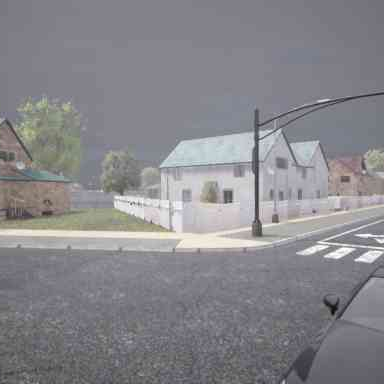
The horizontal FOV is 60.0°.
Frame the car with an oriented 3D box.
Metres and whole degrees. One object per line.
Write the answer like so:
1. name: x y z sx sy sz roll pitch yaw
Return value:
1. car: 2.551 1.524 3.451 1.812 1.442 4.674 0 0 42
